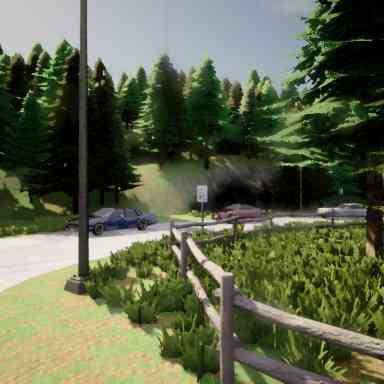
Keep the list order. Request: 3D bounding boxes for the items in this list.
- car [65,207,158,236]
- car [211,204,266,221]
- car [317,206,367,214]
[{"bbox_3d":[-4.400,1.574,19.122,2.033,1.411,5.357,0,0,41],"label":"car"},{"bbox_3d":[3.550,1.591,25.152,4.181,1.385,1.994,0,0,-26],"label":"car"},{"bbox_3d":[13.073,1.628,28.034,4.718,1.301,1.895,0,0,-6],"label":"car"}]
